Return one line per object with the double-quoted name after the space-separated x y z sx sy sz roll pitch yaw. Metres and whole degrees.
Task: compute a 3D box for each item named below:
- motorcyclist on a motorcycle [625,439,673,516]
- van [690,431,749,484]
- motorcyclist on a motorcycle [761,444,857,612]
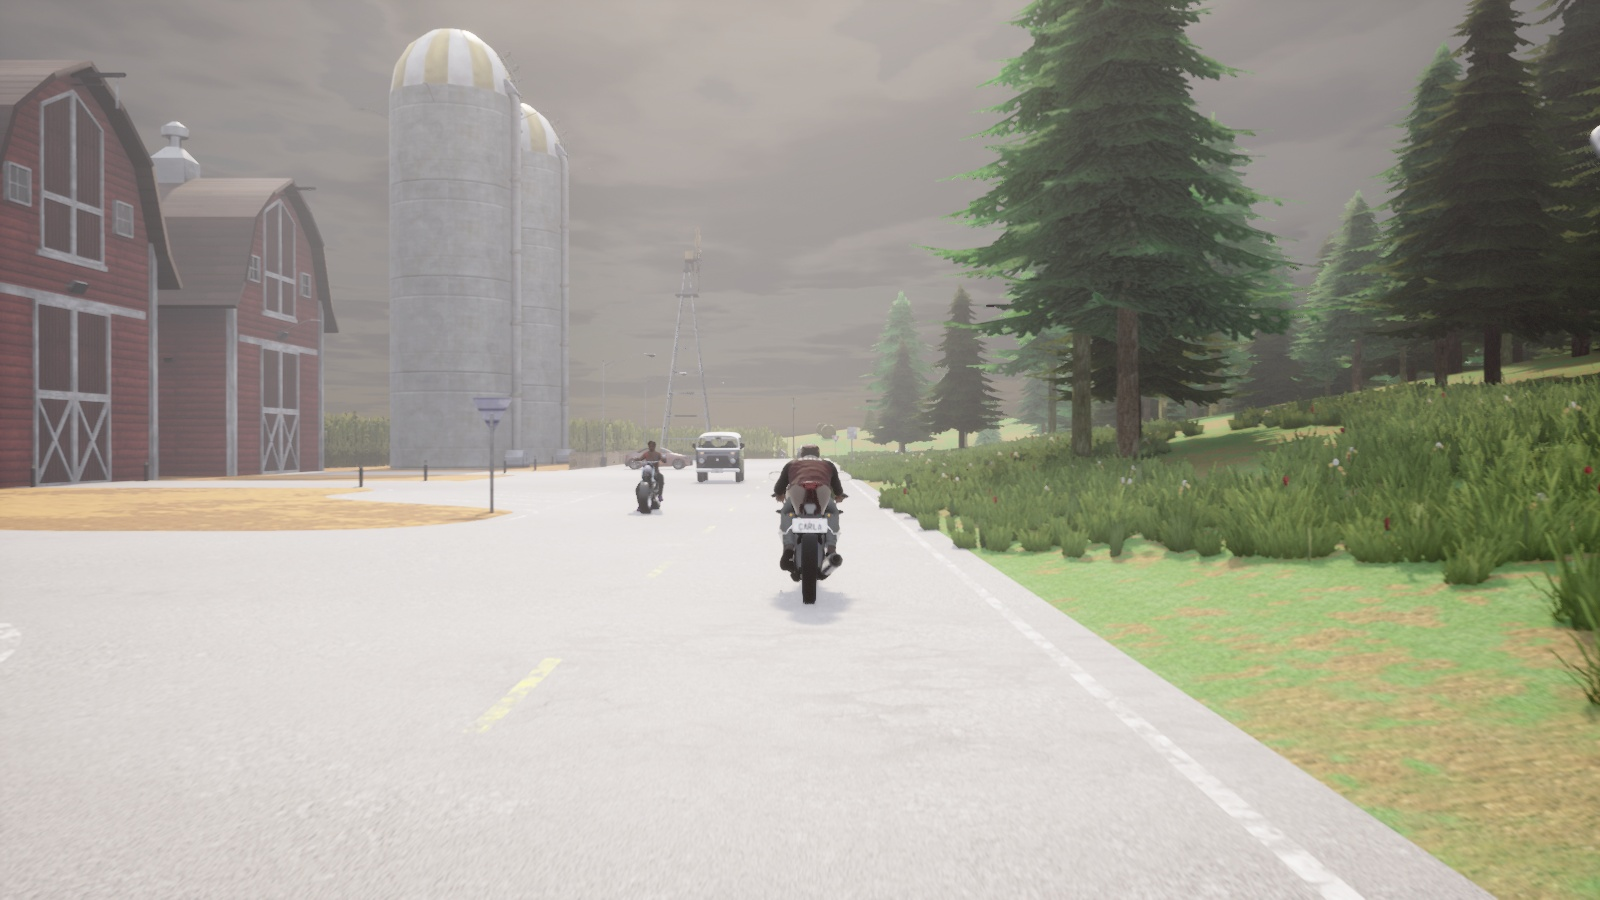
-3.329 0.581 27.906 0.766 1.649 2.350 0 0 0 "motorcyclist on a motorcycle"
-3.196 0.262 50.591 2.069 2.038 4.480 0 0 0 "van"
0.089 0.712 12.635 0.866 1.530 2.191 1 0 0 "motorcyclist on a motorcycle"
